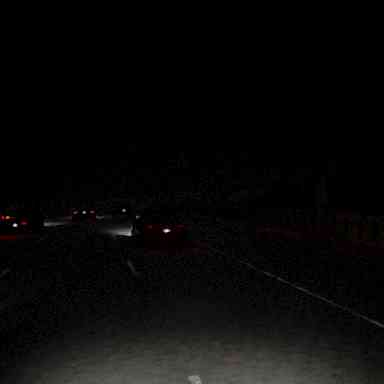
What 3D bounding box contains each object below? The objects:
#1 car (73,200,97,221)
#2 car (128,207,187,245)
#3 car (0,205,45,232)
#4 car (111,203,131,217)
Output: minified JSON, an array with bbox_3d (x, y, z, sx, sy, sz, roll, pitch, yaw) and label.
[{"bbox_3d":[-9.066,1.666,28.101,2.033,1.411,5.357,0,-1,-17],"label":"car"},{"bbox_3d":[-1.664,1.605,15.869,1.994,1.385,4.181,0,0,-17],"label":"car"},{"bbox_3d":[-10.461,1.578,20.698,1.837,1.490,4.892,0,0,-17],"label":"car"},{"bbox_3d":[-7.047,1.797,33.467,1.994,1.385,4.181,0,-2,-17],"label":"car"}]
